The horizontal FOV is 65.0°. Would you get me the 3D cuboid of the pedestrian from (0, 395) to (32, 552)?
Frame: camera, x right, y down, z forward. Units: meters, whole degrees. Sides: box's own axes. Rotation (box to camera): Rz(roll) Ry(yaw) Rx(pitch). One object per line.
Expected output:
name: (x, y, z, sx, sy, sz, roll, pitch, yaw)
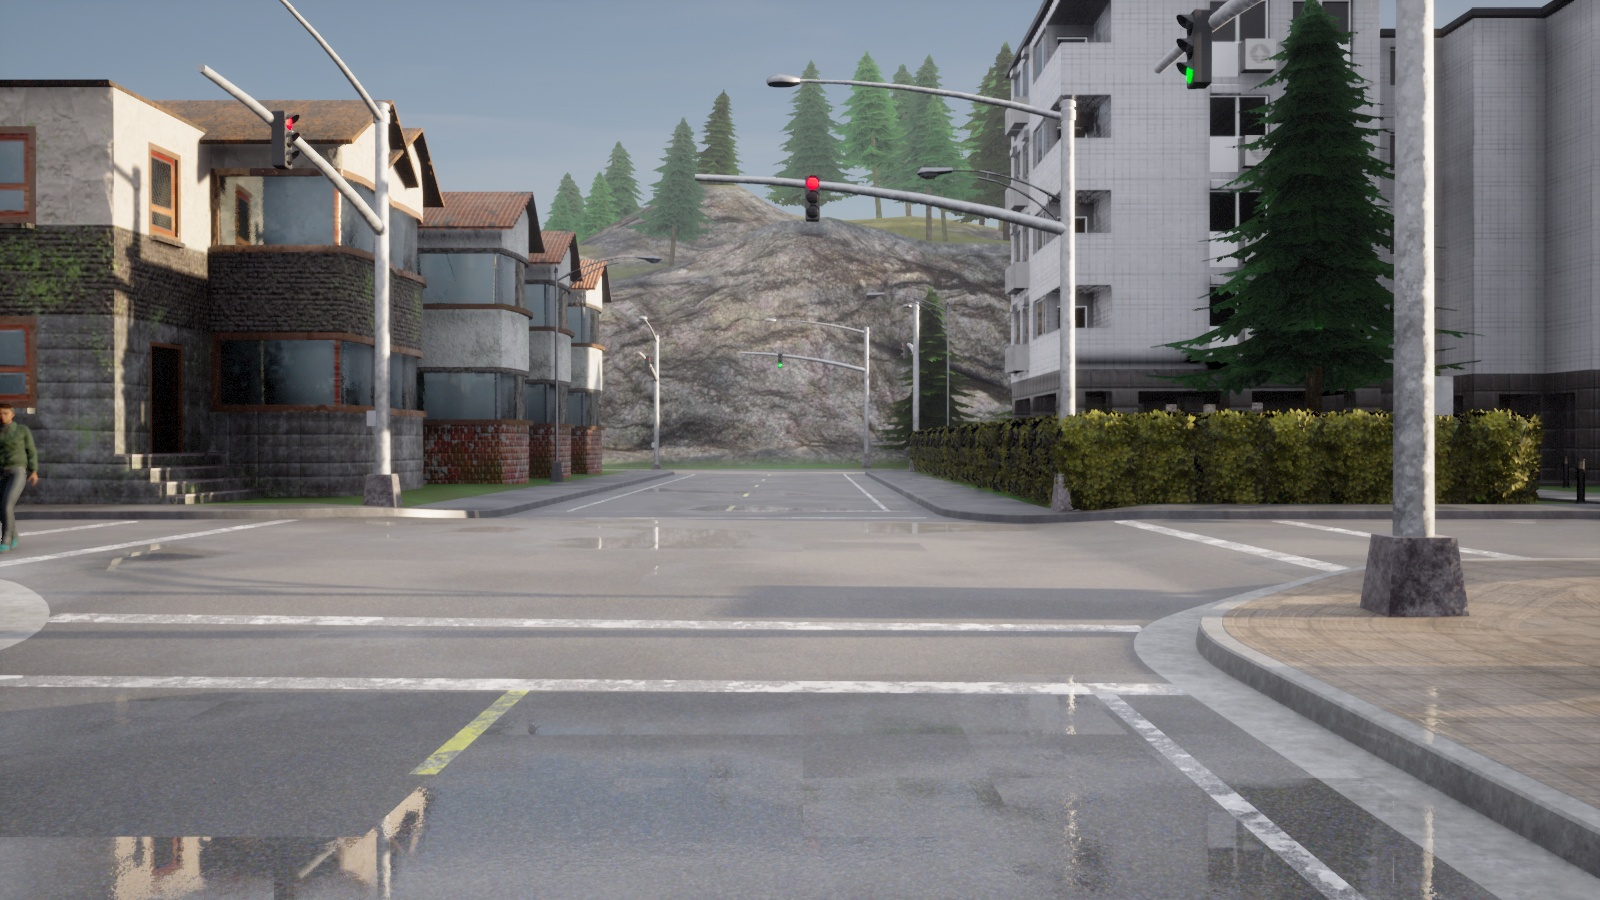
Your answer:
pedestrian: (-9.521, 0.274, 15.053, 0.353, 1.847, 0.614, 0, 0, -13)
